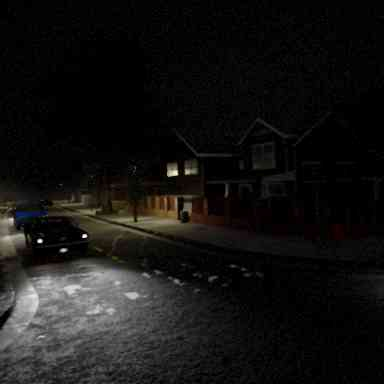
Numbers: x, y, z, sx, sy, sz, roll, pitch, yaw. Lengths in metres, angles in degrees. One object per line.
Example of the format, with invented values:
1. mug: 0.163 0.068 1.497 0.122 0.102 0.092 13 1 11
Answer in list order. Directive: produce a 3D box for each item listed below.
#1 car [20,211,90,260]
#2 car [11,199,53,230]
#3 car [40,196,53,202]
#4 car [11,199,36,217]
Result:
1. car: -5.482 1.666 13.226 1.895 1.301 4.718 -3 2 -30
2. car: -10.769 1.525 22.219 1.882 1.535 5.008 -3 2 -30
3. car: -21.571 1.390 48.963 2.128 1.511 4.902 -3 1 -26
4. car: -17.143 1.528 33.785 2.128 1.511 4.902 -3 1 -28
